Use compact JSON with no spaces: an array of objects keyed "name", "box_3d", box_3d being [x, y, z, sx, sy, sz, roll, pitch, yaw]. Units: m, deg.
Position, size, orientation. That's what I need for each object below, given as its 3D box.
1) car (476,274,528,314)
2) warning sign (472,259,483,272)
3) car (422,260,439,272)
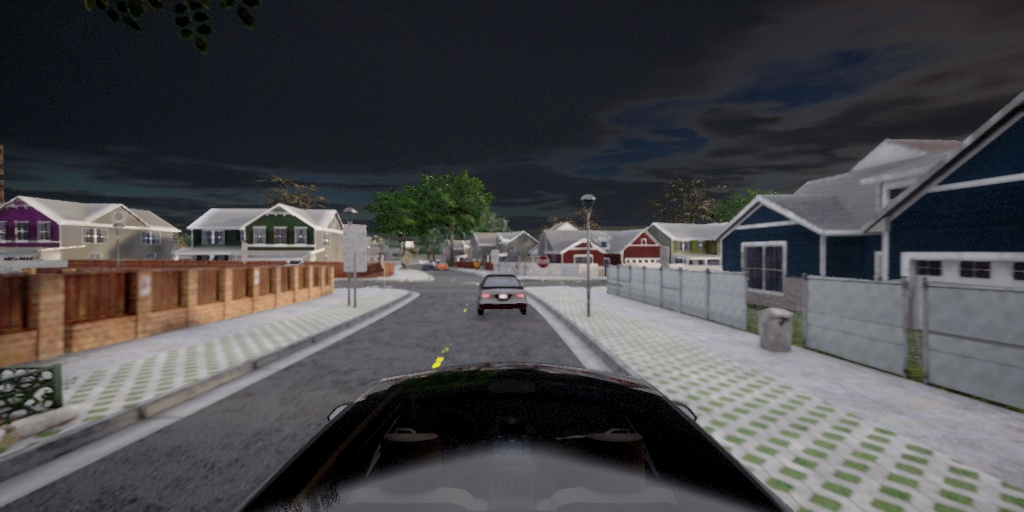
[{"name":"car","box_3d":[-0.462,1.427,14.492,2.033,1.411,5.357,0,-1,-4]},{"name":"warning sign","box_3d":[-5.122,1.375,52.049,1.300,1.860,1.060,0,0,-17]},{"name":"car","box_3d":[-14.638,1.964,62.897,2.033,1.411,5.357,0,-1,-21]}]
